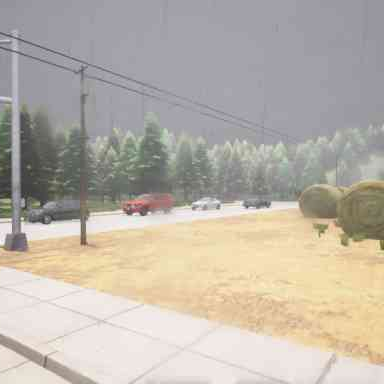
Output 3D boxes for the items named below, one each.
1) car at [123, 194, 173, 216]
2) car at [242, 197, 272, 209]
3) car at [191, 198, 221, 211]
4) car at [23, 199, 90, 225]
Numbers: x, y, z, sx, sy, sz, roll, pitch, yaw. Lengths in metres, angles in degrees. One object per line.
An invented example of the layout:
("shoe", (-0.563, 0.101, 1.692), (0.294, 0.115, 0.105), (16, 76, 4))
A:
("car", (-4.135, 1.179, 32.369), (2.150, 2.045, 5.566), (0, 0, 37))
("car", (8.466, 1.411, 43.123), (2.033, 1.411, 5.357), (0, 0, 37))
("car", (1.778, 1.431, 40.310), (1.812, 1.442, 4.674), (0, 0, 37))
("car", (-9.918, 1.361, 24.592), (2.097, 1.767, 4.553), (0, 0, 37))
